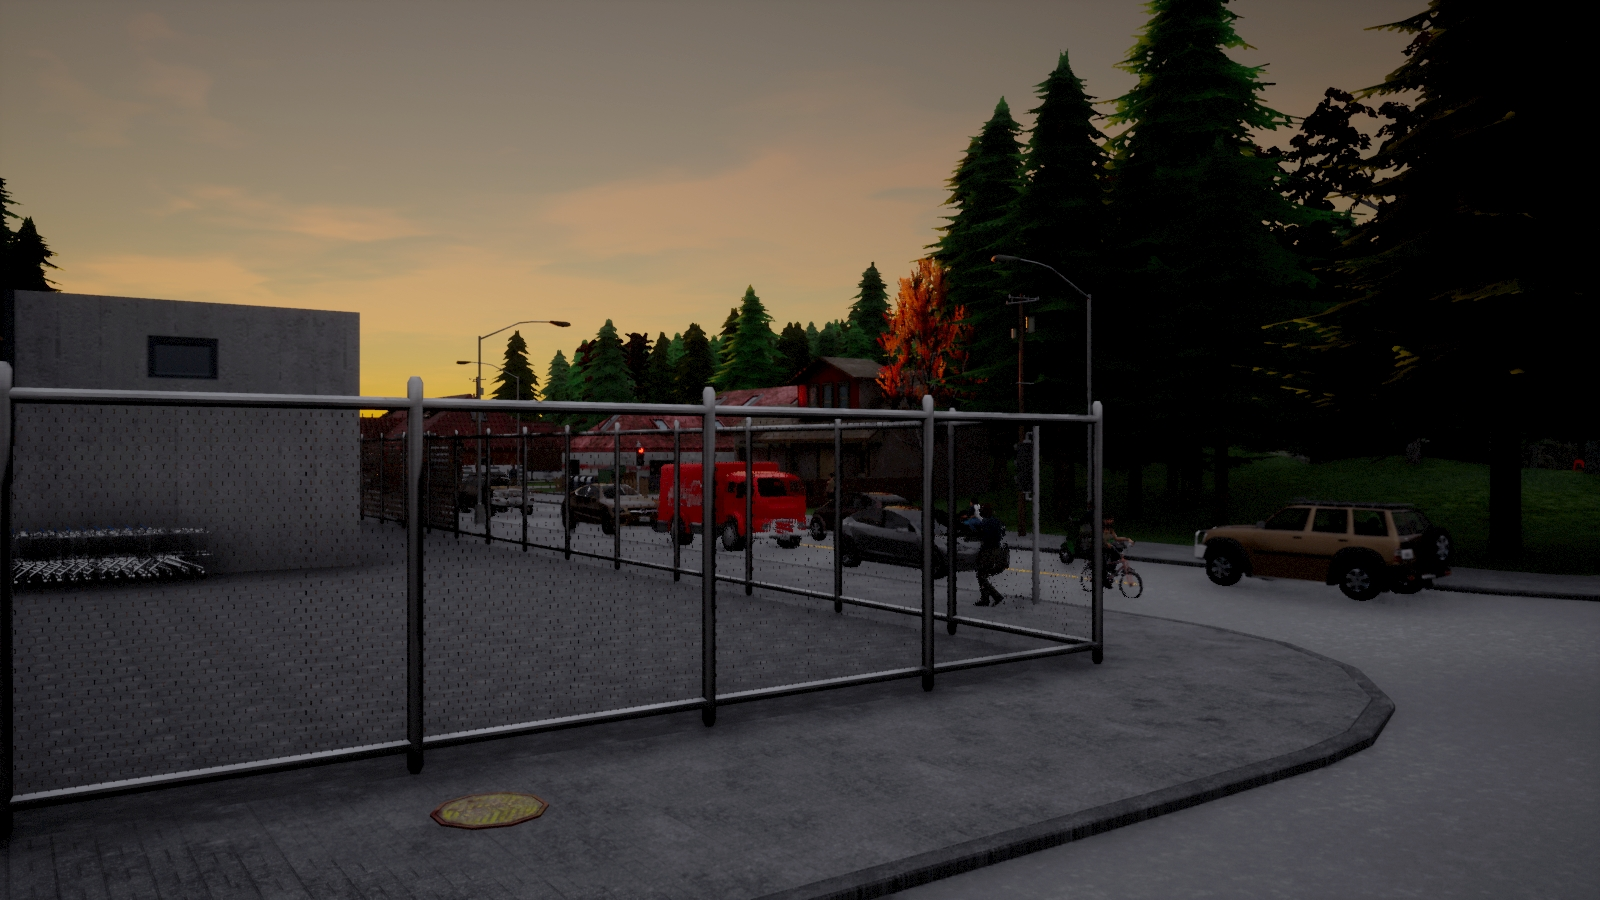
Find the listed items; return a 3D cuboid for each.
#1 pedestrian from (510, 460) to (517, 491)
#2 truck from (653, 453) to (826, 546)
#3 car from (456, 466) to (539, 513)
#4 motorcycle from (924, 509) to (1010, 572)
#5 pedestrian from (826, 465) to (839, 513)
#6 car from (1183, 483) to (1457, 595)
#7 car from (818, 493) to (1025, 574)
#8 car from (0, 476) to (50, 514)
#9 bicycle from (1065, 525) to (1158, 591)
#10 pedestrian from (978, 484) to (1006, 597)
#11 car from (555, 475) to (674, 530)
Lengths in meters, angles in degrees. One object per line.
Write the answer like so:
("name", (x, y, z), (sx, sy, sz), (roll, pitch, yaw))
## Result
("pedestrian", (-17.222, 1.519, 68.741), (0.375, 1.860, 0.375), (0, 0, -12))
("truck", (-1.870, 1.361, 33.040), (2.627, 2.467, 5.204), (0, -1, -35))
("car", (-13.086, 1.640, 49.207), (1.932, 1.855, 4.605), (0, 0, -36))
("motorcycle", (3.660, 1.959, 25.125), (0.856, 1.236, 1.805), (0, 0, -35))
("pedestrian", (1.269, 1.521, 44.874), (0.375, 1.860, 0.375), (0, 0, -35))
("car", (10.164, 1.640, 22.685), (1.932, 1.855, 4.605), (0, 0, -36))
("car", (2.702, 1.840, 26.489), (2.163, 1.488, 4.792), (0, 0, -35))
("car", (-33.408, 1.841, 46.376), (4.892, 1.480, 2.231), (0, 0, -35))
("bicycle", (5.942, 2.034, 21.855), (0.859, 1.080, 1.487), (0, 1, -35))
("pedestrian", (3.241, 1.515, 19.268), (0.375, 1.860, 0.375), (0, 0, 27))
("car", (-6.549, 1.769, 39.790), (2.152, 1.651, 5.027), (0, 0, -35))
